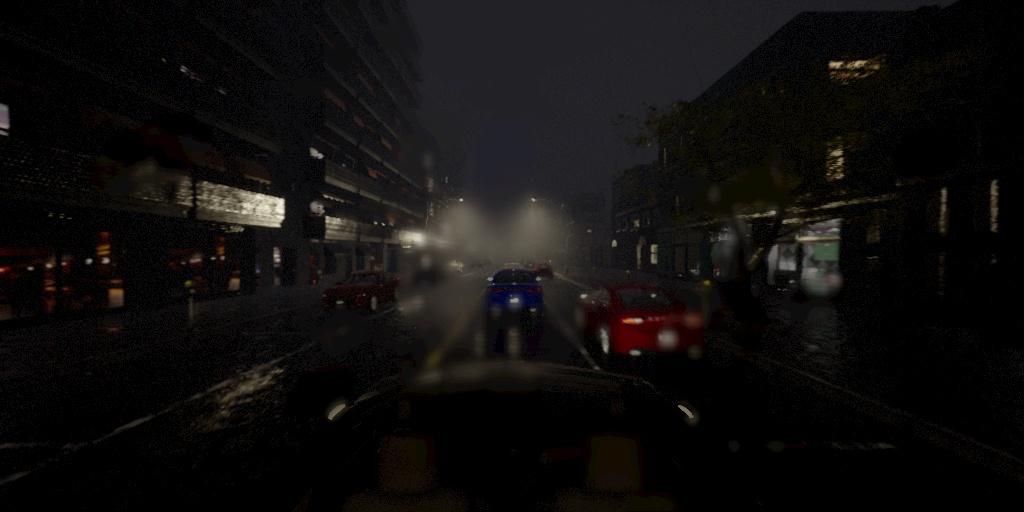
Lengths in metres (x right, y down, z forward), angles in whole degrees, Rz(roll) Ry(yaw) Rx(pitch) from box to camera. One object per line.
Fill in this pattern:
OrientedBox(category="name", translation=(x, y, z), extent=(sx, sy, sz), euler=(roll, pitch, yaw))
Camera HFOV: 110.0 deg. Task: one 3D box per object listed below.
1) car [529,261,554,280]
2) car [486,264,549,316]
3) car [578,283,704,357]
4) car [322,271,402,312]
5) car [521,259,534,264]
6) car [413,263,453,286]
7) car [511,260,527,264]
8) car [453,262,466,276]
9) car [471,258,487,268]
OrientedBox(category="car", translation=(2.691, 1.325, 31.131), extent=(1.802, 1.307, 4.207), euler=(0, 0, 0))
OrientedBox(category="car", translation=(0.101, 1.224, 13.419), extent=(1.882, 1.535, 5.008), euler=(0, 0, 0))
OrientedBox(category="car", translation=(2.690, 1.293, 8.421), extent=(1.888, 1.381, 4.507), euler=(0, 0, 0))
OrientedBox(category="car", translation=(-5.691, 1.292, 14.127), extent=(1.888, 1.381, 4.507), euler=(0, 0, 0))
OrientedBox(category="car", translation=(2.692, 1.305, 53.840), extent=(1.948, 1.339, 4.313), euler=(0, 0, 0))
OrientedBox(category="car", translation=(-5.690, 1.310, 25.482), extent=(1.948, 1.339, 4.313), euler=(0, 0, 0))
OrientedBox(category="car", translation=(0.102, 1.343, 33.601), extent=(1.895, 1.301, 4.718), euler=(0, 0, 0))
OrientedBox(category="car", translation=(-5.690, 1.292, 36.836), extent=(2.007, 1.370, 4.403), euler=(0, 0, 0))
OrientedBox(category="car", translation=(-5.690, 1.304, 59.547), extent=(1.948, 1.339, 4.313), euler=(0, 0, 0))
